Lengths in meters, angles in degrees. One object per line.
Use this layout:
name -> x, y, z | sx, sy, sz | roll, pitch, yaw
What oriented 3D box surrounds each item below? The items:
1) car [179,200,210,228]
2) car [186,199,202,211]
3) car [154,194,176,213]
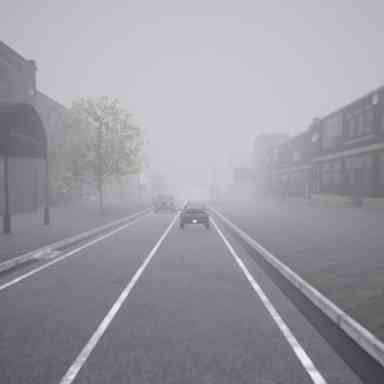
car -> 0.172, 1.536, 22.677 | 1.837, 1.490, 4.892 | 0, 0, 0
car -> 0.236, 1.630, 42.036 | 1.895, 1.301, 4.718 | 0, 0, 0
car -> -2.968, 1.260, 37.956 | 2.150, 2.045, 5.566 | 0, 0, 0
